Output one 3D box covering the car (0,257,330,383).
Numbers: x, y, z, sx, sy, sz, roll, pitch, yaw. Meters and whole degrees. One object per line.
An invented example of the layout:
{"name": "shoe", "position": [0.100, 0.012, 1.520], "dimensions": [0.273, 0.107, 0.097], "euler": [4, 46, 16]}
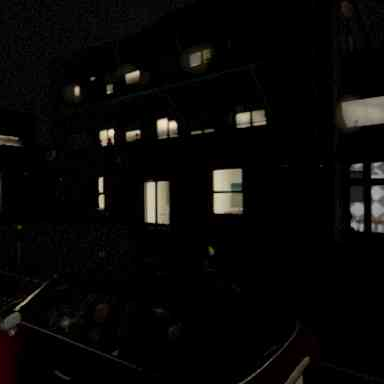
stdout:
{"name": "car", "position": [-0.841, 1.437, 3.485], "dimensions": [4.097, 1.590, 1.967], "euler": [0, -1, 35]}
